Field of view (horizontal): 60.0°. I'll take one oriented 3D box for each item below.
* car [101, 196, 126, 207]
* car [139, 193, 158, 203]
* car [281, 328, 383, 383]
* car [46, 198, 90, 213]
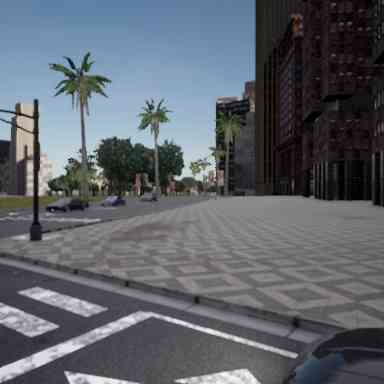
[{"bbox_3d":[-10.363,1.214,44.222,1.812,1.442,4.674,0,1,13],"label":"car"},{"bbox_3d":[-7.516,0.909,57.865,2.097,1.767,4.553,0,1,11],"label":"car"},{"bbox_3d":[2.885,1.507,1.649,4.892,1.490,1.837,0,0,34],"label":"car"},{"bbox_3d":[-12.695,1.326,34.426,2.033,1.411,5.357,0,1,15],"label":"car"}]
